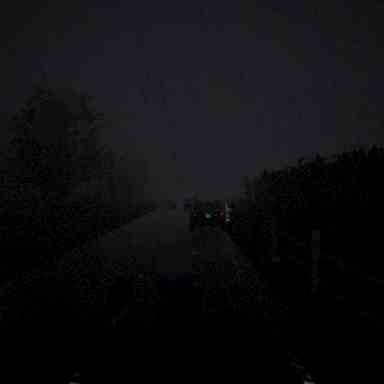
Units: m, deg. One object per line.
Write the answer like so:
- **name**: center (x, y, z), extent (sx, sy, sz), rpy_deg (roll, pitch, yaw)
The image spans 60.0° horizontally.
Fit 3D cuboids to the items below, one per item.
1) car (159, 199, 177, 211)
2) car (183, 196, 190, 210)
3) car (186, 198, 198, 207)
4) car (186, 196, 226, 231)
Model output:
- **car**: center (-2.839, 1.537, 40.852), extent (1.994, 1.385, 4.181), rpy_deg (0, 0, 0)
- **car**: center (0.031, 1.324, 41.482), extent (2.097, 1.767, 4.553), rpy_deg (0, 0, 0)
- **car**: center (0.005, 1.558, 51.736), extent (1.895, 1.301, 4.718), rpy_deg (0, 0, 0)
- **car**: center (0.902, 1.347, 20.486), extent (2.097, 1.767, 4.553), rpy_deg (0, 0, 1)
